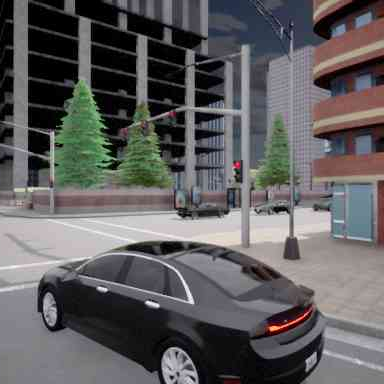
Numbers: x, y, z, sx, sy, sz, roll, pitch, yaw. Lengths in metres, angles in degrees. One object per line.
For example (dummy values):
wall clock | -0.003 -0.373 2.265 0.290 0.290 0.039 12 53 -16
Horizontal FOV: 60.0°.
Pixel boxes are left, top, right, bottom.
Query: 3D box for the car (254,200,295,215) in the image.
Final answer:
car | 8.579 1.545 34.530 4.902 1.511 2.128 0 0 -35

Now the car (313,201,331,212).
car | 16.675 1.405 40.284 4.553 1.767 2.097 0 0 -35

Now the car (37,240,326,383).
car | -0.585 1.504 5.050 4.892 1.490 1.837 0 0 41

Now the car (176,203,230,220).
car | 0.987 1.654 29.111 4.718 1.301 1.895 0 0 -36
